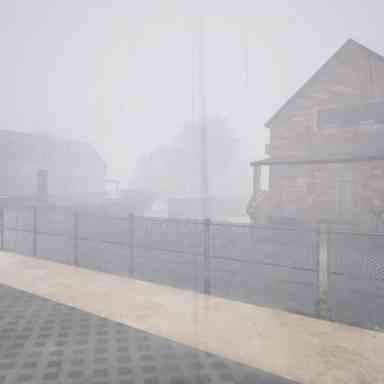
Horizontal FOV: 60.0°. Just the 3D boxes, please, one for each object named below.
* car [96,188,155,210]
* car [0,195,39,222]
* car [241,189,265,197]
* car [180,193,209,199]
[{"bbox_3d":[-5.706,0.662,29.290,2.150,2.045,5.566,1,2,36],"label":"car"},{"bbox_3d":[-11.881,1.045,20.557,2.097,1.767,4.553,1,2,34],"label":"car"},{"bbox_3d":[9.328,0.186,50.154,2.033,1.411,5.357,1,2,36],"label":"car"},{"bbox_3d":[0.316,0.761,37.712,1.994,1.385,4.181,1,2,36],"label":"car"}]
